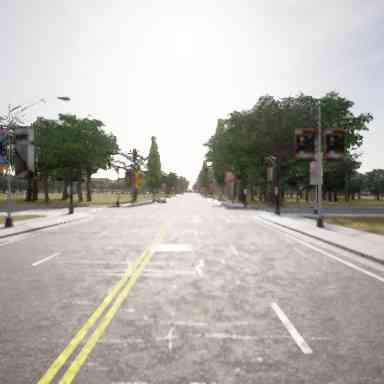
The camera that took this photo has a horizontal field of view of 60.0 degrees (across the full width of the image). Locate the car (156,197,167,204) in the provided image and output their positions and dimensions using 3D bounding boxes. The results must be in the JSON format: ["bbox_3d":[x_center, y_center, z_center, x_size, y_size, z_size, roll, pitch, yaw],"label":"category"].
[{"bbox_3d":[-6.478,1.727,71.000,2.128,1.511,4.902,0,0,0],"label":"car"}]
